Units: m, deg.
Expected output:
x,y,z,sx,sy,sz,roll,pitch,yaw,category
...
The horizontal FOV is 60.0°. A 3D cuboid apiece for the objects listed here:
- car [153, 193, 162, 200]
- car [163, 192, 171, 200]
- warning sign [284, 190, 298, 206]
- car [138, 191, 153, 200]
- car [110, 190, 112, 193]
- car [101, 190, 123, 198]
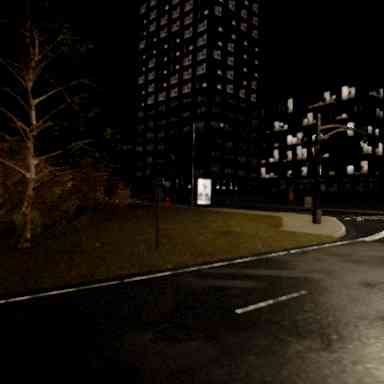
x,y,z,sx,sy,sz,roll,pitch,yaw,category
-7.751,0.596,54.020,2.033,1.411,5.357,2,0,-41,car
-5.495,0.701,56.374,1.994,1.385,4.181,2,0,-41,car
12.025,0.745,40.283,1.300,1.860,1.060,1,-1,-40,warning sign
-8.427,0.493,49.709,2.128,1.511,4.902,2,-1,-41,car
-10.766,0.417,47.448,1.837,1.490,4.892,2,-1,-41,car
-14.968,0.385,61.959,1.812,1.442,4.674,2,0,-43,car
